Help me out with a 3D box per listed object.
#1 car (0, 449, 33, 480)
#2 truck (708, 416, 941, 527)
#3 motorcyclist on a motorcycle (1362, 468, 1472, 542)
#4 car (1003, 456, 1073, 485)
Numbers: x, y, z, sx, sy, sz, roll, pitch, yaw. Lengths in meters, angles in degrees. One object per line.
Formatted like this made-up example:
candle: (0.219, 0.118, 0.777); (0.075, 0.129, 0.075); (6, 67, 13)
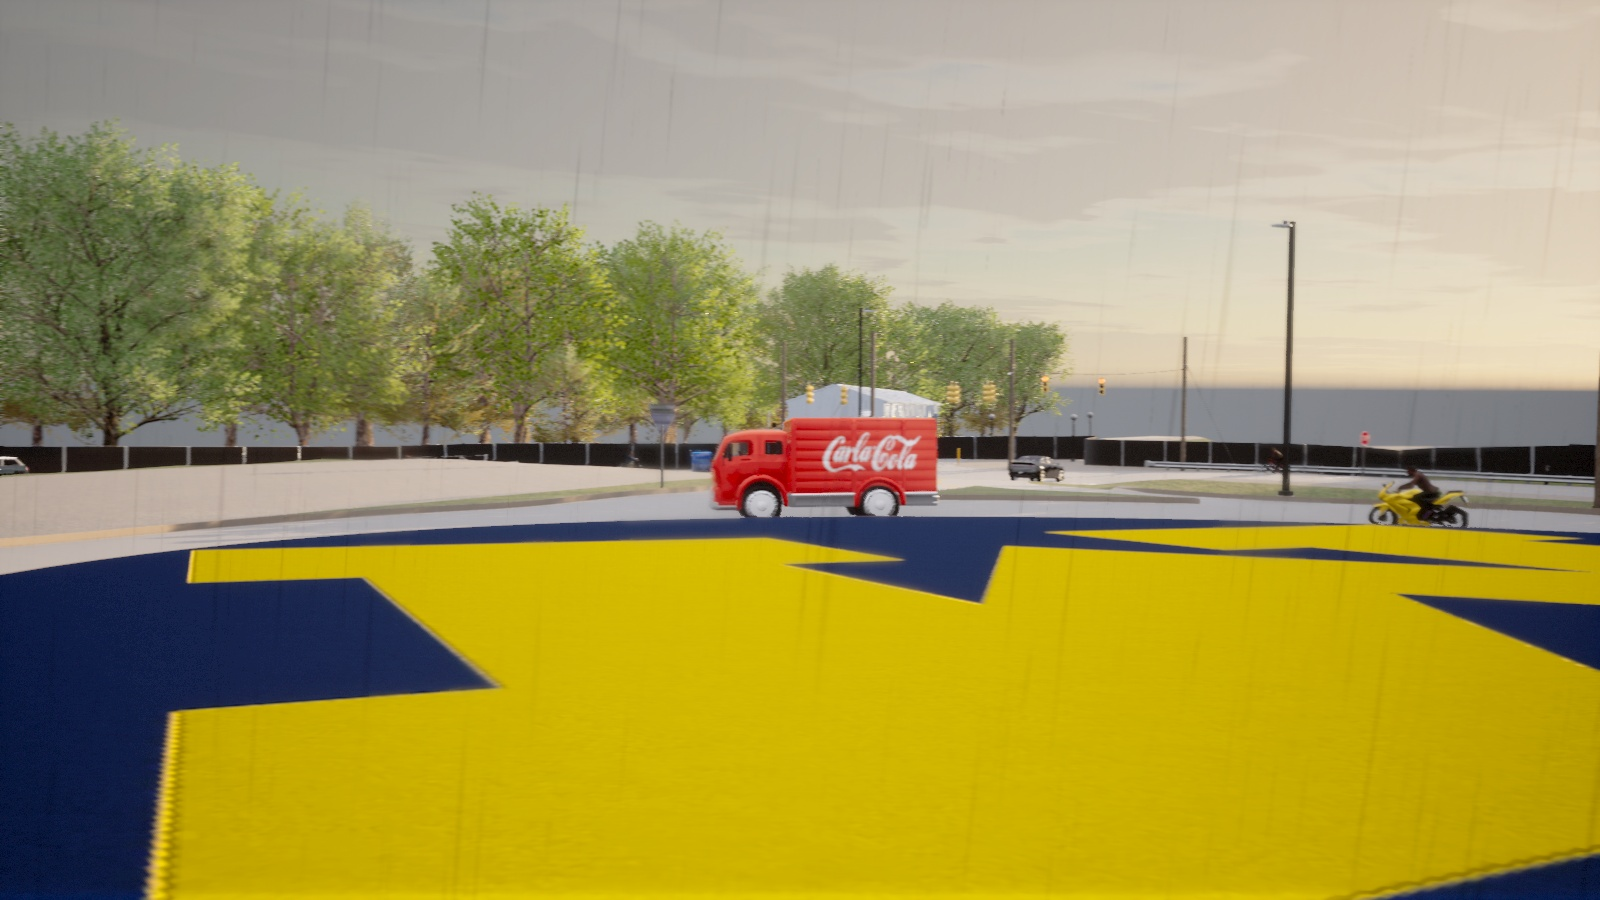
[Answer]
car: (-42.566, 0.757, 65.783); (3.806, 1.475, 1.970); (0, 3, -39)
truck: (0.469, 0.494, 29.479); (5.204, 2.467, 2.627); (0, -1, -5)
motorcyclist on a motorcycle: (13.538, 1.177, 27.568); (2.044, 1.523, 0.797); (1, 0, 36)
car: (13.450, 1.138, 70.793); (2.128, 1.511, 4.902); (2, 0, 32)
